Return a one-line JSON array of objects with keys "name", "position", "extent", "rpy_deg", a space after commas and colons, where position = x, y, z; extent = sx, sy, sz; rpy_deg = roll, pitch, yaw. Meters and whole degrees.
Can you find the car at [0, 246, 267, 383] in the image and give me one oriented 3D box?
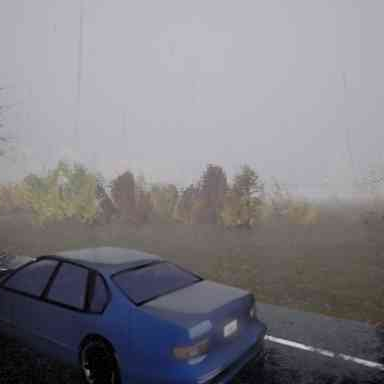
[{"name": "car", "position": [-1.614, 1.600, 5.182], "extent": [5.357, 1.411, 2.033], "rpy_deg": [-1, 0, 35]}]
